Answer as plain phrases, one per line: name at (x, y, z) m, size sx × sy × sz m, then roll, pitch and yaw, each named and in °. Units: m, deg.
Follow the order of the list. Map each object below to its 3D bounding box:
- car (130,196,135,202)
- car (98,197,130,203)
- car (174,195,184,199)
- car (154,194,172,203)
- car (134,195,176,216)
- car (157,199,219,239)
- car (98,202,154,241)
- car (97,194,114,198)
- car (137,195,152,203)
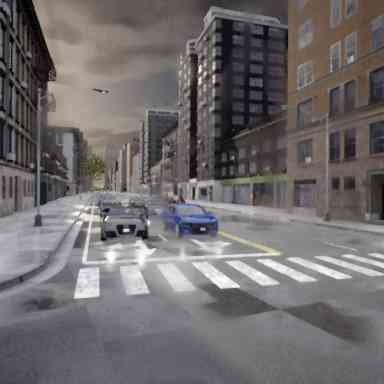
car at (-5.892, 1.191, 36.526) m, size 1.837 × 1.490 × 4.892 m, roll 1°, pitch 1°, yaw -16°
car at (-6.219, 1.342, 25.874) m, size 1.895 × 1.301 × 4.718 m, roll 1°, pitch 0°, yaw -16°
car at (-2.166, 1.194, 47.536) m, size 1.812 × 1.442 × 4.674 m, roll 1°, pitch 0°, yaw -15°
car at (-4.991, 1.127, 57.196) m, size 2.033 × 1.411 × 5.357 m, roll 1°, pitch 0°, yaw -16°
car at (-3.062, 1.263, 26.658) m, size 2.128 × 1.511 × 4.902 m, roll 1°, pitch 0°, yaw -16°
car at (-0.220, 1.330, 16.797) m, size 1.882 × 1.535 × 5.008 m, roll 1°, pitch 0°, yaw -16°
car at (-3.260, 1.388, 15.599) m, size 1.994 × 1.385 × 4.181 m, roll 1°, pitch 0°, yaw -16°
car at (-9.974, 0.981, 38.998) m, size 2.097 × 1.767 × 4.553 m, roll 1°, pitch 0°, yaw -16°
car at (-8.123, 1.150, 56.326) m, size 1.895 × 1.301 × 4.718 m, roll 1°, pitch 0°, yaw -16°
